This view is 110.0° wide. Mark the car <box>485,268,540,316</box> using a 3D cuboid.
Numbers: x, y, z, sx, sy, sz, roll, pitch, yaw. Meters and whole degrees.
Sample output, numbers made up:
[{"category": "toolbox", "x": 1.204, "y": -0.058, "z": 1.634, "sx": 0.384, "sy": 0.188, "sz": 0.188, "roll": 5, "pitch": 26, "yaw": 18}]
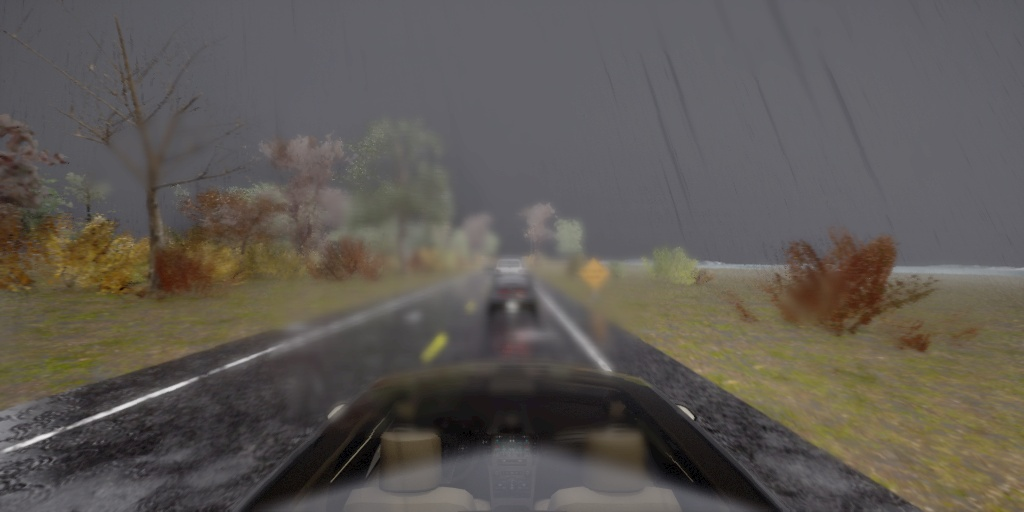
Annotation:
[{"category": "car", "x": 0.041, "y": 1.418, "z": 14.160, "sx": 1.837, "sy": 1.490, "sz": 4.892, "roll": 0, "pitch": 0, "yaw": 1}]

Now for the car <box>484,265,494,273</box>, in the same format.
[{"category": "car", "x": -3.563, "y": 2.088, "z": 59.229, "sx": 1.895, "sy": 1.301, "sz": 4.718, "roll": 0, "pitch": -1, "yaw": 1}]

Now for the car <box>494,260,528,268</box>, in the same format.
[{"category": "car", "x": 0.027, "y": 1.314, "z": 27.997, "sx": 2.150, "sy": 2.045, "sz": 5.566, "roll": 0, "pitch": 0, "yaw": 0}]

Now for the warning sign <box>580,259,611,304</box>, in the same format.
[{"category": "warning sign", "x": 3.548, "y": 1.040, "z": 15.176, "sx": 1.300, "sy": 1.860, "sz": 1.060, "roll": 0, "pitch": 0, "yaw": 0}]
